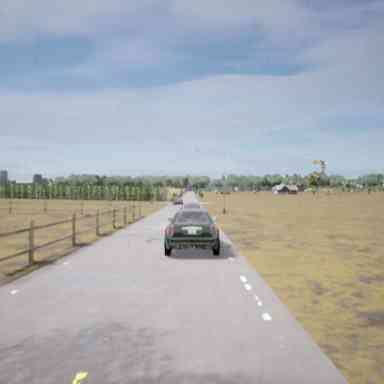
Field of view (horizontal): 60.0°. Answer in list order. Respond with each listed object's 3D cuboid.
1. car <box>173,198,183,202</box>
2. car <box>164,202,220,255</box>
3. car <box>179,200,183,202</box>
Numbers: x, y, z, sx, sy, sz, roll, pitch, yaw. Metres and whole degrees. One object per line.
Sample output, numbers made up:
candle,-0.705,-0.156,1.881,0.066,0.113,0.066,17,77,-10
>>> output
car,-2.739,1.949,67.410,1.994,1.385,4.181,0,0,0
car,0.004,1.470,14.079,2.097,1.767,4.553,0,-1,0
car,0.009,1.739,29.288,1.837,1.490,4.892,0,0,0
